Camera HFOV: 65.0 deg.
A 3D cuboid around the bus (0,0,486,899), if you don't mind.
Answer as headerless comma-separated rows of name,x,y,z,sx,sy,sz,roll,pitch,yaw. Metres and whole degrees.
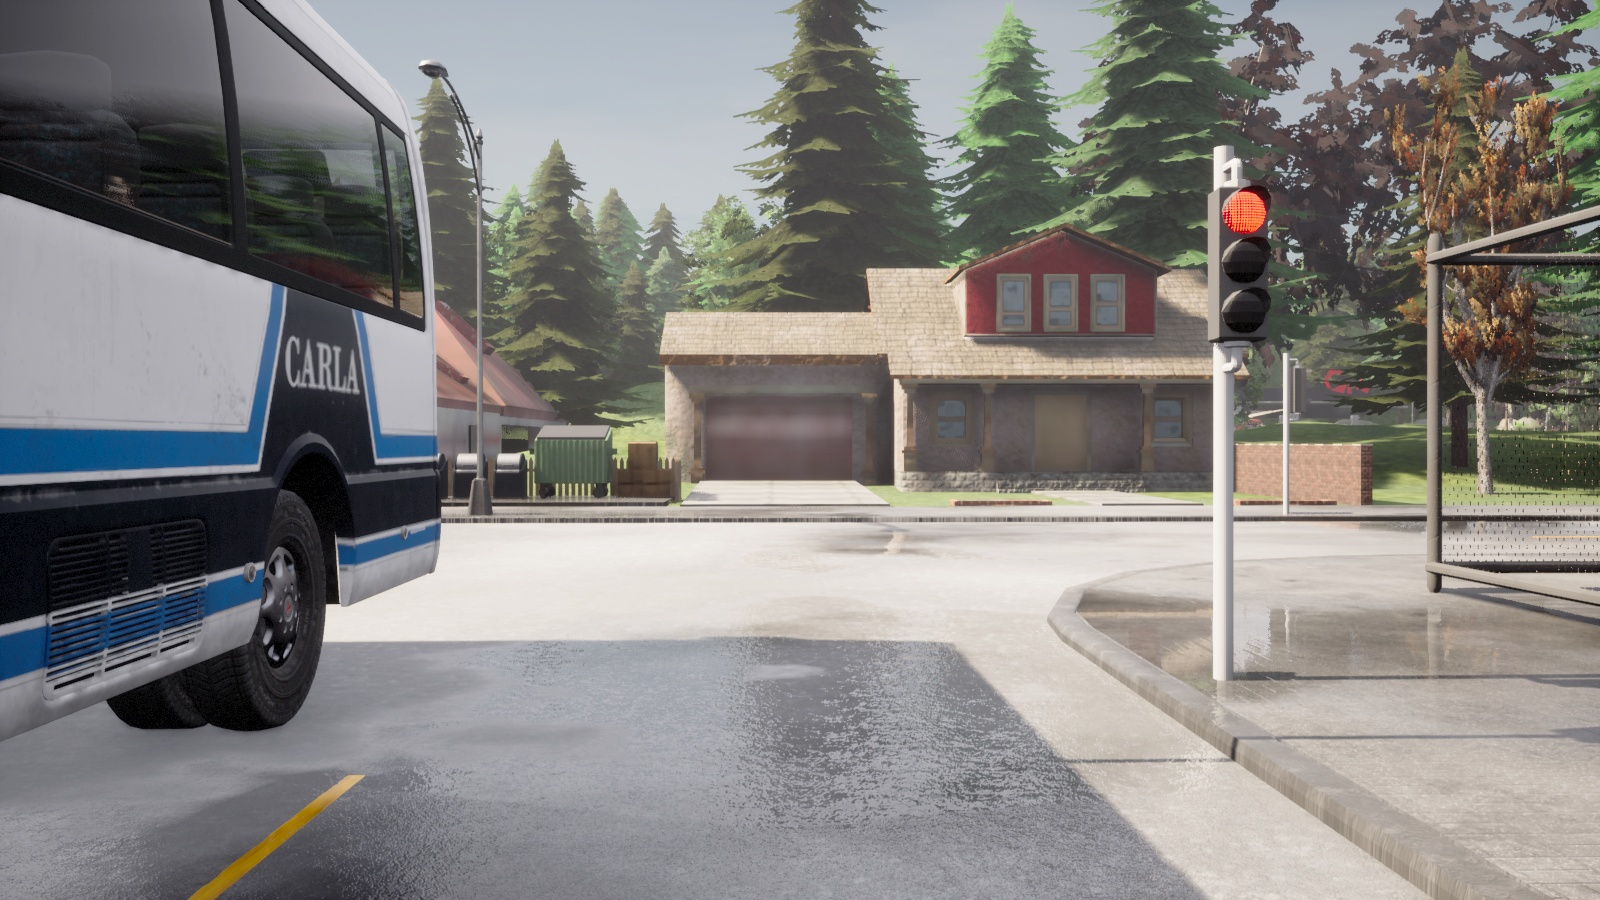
bus,-4.069,-0.655,3.925,3.944,4.253,10.273,0,0,-2
